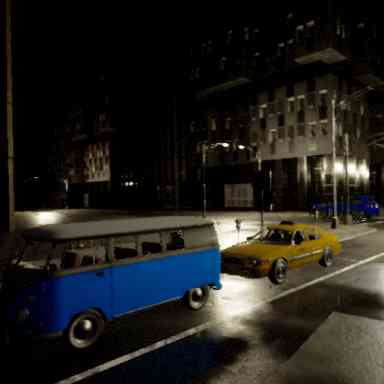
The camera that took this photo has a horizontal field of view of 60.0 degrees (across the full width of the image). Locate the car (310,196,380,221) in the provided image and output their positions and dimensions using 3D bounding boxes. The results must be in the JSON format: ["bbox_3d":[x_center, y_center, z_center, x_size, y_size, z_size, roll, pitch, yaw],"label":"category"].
[{"bbox_3d":[13.160,1.386,28.893,2.150,2.045,5.566,0,-2,-42],"label":"car"}]

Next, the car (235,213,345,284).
[{"bbox_3d":[2.684,1.551,9.744,4.829,1.417,1.752,-1,-1,-43],"label":"car"}]

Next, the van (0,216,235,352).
[{"bbox_3d":[-1.216,1.405,6.074,3.998,1.788,1.690,-1,-1,-43],"label":"van"}]
